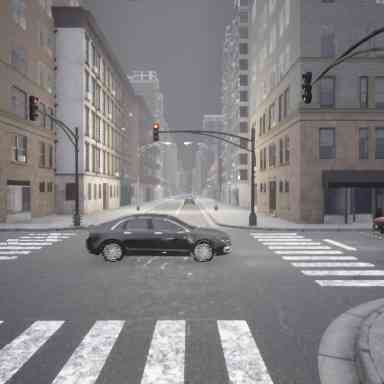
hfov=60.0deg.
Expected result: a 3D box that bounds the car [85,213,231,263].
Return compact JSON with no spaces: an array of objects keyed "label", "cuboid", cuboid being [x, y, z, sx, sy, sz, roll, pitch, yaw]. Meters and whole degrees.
[{"label":"car","cuboid":[-1.120,1.507,11.401,4.892,1.490,1.837,0,0,0]}]

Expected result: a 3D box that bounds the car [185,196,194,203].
[{"label":"car","cuboid":[-0.523,1.547,69.174,1.812,1.442,4.674,0,0,0]}]

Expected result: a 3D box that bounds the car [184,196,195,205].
[{"label":"car","cuboid":[-0.446,1.541,59.170,1.812,1.442,4.674,0,0,0]}]

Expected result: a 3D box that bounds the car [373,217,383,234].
[{"label":"car","cuboid":[11.647,1.529,16.970,4.507,1.381,1.887,0,0,0]}]
